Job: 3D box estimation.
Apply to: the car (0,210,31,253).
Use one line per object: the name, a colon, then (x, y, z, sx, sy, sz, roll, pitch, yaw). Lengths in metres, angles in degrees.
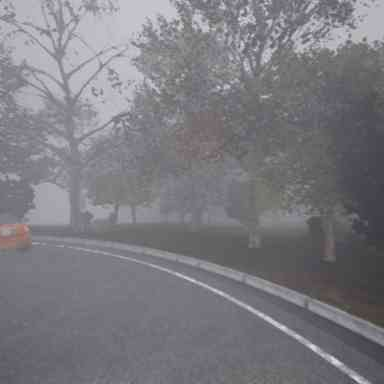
car: (-8.354, 1.483, 12.858, 4.553, 1.767, 2.097, -1, 0, 32)
